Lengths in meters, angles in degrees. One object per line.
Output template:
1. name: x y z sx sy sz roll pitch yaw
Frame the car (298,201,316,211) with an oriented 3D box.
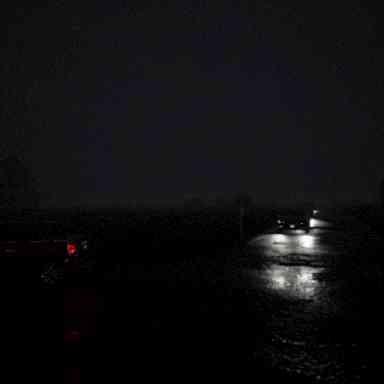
1. car: 11.845 1.852 35.062 2.128 1.511 4.902 -1 -1 21

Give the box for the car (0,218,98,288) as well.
1. car: -5.137 1.588 9.400 4.553 1.767 2.097 0 -2 0

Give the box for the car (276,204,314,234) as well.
1. car: 6.571 1.722 21.244 1.837 1.490 4.892 -1 -1 21

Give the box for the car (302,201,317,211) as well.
1. car: 18.131 2.080 51.313 2.033 1.411 5.357 -1 -1 21
